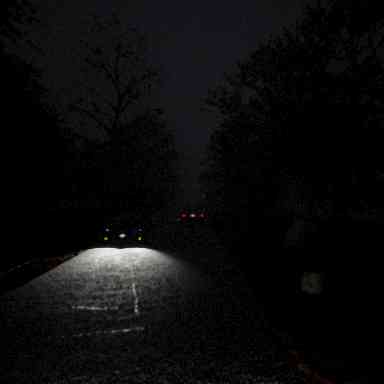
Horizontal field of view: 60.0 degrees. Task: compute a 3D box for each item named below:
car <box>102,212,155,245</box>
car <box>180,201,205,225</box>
[{"bbox_3d":[-2.888,1.643,15.843,1.994,1.385,4.181,0,0,0],"label":"car"},{"bbox_3d":[0.053,1.697,25.475,2.033,1.411,5.357,0,0,0],"label":"car"}]
